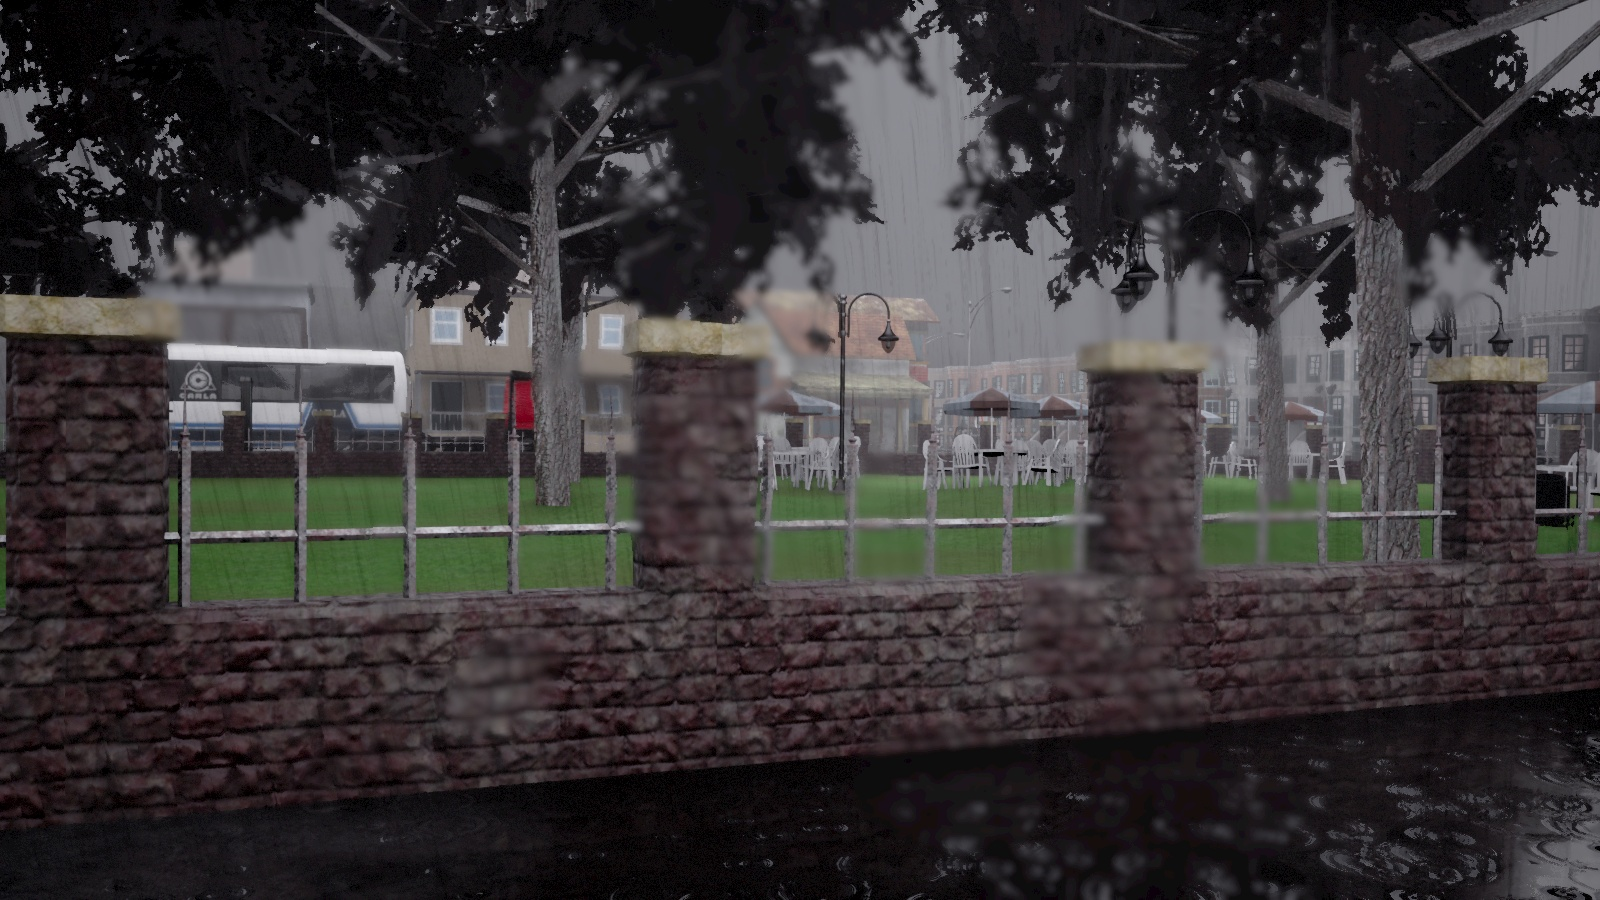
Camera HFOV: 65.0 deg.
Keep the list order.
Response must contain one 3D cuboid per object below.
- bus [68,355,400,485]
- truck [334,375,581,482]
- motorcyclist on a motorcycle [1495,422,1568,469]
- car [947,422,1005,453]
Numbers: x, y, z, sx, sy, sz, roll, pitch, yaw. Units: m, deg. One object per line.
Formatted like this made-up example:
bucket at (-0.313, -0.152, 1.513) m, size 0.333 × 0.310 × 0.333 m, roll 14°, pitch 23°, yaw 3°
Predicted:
bus at (-19.743, -1.092, 44.682) m, size 10.273 × 4.253 × 3.944 m, roll -1°, pitch 1°, yaw -20°
truck at (-11.824, -0.762, 43.411) m, size 7.936 × 3.462 × 2.891 m, roll -1°, pitch 1°, yaw -21°
motorcyclist on a motorcycle at (24.158, -0.156, 41.500) m, size 0.797 × 1.523 × 2.044 m, roll -1°, pitch 1°, yaw -20°
car at (10.744, -0.773, 76.893) m, size 1.905 × 1.878 × 3.866 m, roll -1°, pitch 1°, yaw -21°
